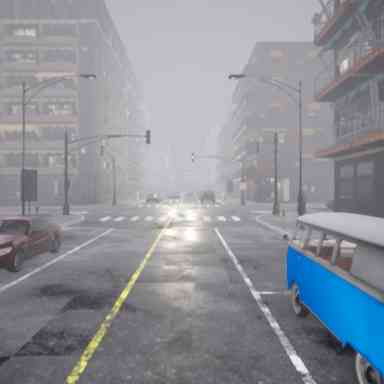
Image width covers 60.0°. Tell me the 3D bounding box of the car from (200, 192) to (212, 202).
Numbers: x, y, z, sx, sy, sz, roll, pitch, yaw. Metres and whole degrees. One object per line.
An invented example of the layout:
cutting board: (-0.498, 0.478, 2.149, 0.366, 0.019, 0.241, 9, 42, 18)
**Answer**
car: (2.266, 0.747, 54.028, 1.752, 1.417, 4.829, 1, 1, 0)

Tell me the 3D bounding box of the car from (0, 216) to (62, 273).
car: (-5.357, 1.431, 10.132, 1.802, 1.307, 4.206, 1, 1, 0)

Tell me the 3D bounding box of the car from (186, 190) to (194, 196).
car: (-0.515, 0.194, 88.288, 2.033, 1.411, 5.357, 0, 1, 0)

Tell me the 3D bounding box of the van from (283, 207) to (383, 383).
van: (2.527, 1.272, 4.590, 1.690, 1.788, 3.998, 1, 1, 0)

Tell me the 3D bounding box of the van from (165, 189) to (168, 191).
van: (-5.775, 0.227, 81.570, 1.690, 1.788, 3.998, 1, 1, 0)

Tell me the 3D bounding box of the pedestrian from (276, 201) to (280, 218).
pedestrian: (5.880, 1.183, 22.540, 0.500, 1.100, 0.500, 1, 0, 0)

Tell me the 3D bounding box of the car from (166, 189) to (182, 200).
car: (-3.145, 0.708, 59.554, 1.994, 1.385, 4.181, 0, 1, 0)

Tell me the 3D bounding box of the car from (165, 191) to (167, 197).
car: (-5.613, 0.789, 53.768, 1.947, 1.339, 4.313, 1, 1, 0)

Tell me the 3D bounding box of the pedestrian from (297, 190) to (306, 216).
pedestrian: (6.887, 0.792, 21.349, 0.375, 1.860, 0.375, 1, 0, 0)

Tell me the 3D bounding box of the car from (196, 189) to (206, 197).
car: (2.104, 0.202, 81.652, 2.192, 1.841, 5.009, 1, 1, 0)

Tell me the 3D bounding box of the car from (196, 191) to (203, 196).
car: (2.035, 0.365, 92.779, 1.802, 1.307, 4.206, 1, 0, 0)

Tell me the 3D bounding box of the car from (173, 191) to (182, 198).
car: (-3.187, 0.482, 74.873, 1.812, 1.442, 4.674, 0, 1, 0)

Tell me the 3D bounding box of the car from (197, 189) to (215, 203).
car: (2.304, 0.618, 48.296, 2.192, 1.841, 5.009, 1, 1, 0)

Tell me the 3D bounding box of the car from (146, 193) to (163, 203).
car: (-5.580, 0.868, 48.208, 1.947, 1.339, 4.313, 1, 1, 0)

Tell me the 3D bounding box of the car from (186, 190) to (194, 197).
car: (-0.456, 0.466, 78.282, 1.994, 1.385, 4.181, 0, 1, 0)

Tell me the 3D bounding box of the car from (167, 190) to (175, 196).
car: (-5.843, 0.309, 92.528, 1.752, 1.417, 4.829, 1, 1, 0)

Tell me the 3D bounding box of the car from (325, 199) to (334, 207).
car: (13.582, 1.027, 28.085, 4.403, 1.369, 2.008, 0, 0, 0)
